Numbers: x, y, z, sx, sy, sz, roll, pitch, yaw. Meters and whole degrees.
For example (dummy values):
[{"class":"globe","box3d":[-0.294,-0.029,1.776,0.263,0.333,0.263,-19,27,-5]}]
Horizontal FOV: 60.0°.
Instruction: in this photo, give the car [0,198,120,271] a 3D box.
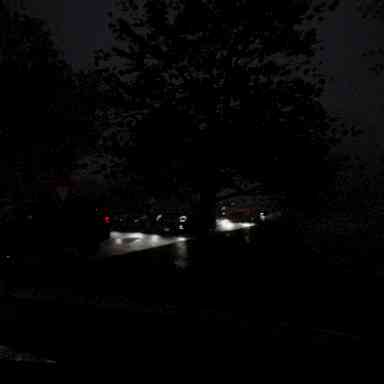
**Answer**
[{"class":"car","box3d":[-5.436,1.283,11.579,2.150,2.045,5.566,-1,0,35]}]

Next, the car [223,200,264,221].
[{"class":"car","box3d":[4.652,1.683,29.319,1.882,1.535,5.008,-1,0,24]}]

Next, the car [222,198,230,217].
[{"class":"car","box3d":[2.796,1.609,33.379,2.097,1.767,4.553,-1,-1,17]}]

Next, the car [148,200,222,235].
[{"class":"car","box3d":[-0.260,1.453,19.805,2.097,1.767,4.553,0,-1,29]}]

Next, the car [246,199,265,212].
[{"class":"car","box3d":[8.149,1.751,43.345,1.882,1.535,5.008,-1,0,5]}]

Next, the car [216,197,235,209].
[{"class":"car","box3d":[5.106,1.651,51.077,2.097,1.767,4.553,-1,0,-4]}]

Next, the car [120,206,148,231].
[{"class":"car","box3d":[-2.728,1.635,21.946,1.837,1.490,4.892,0,-1,30]}]
